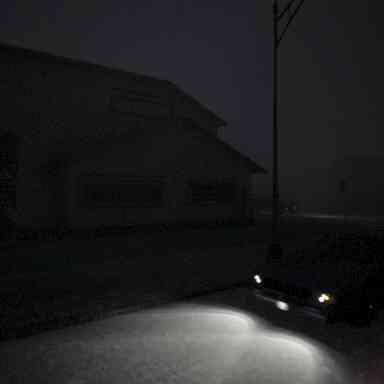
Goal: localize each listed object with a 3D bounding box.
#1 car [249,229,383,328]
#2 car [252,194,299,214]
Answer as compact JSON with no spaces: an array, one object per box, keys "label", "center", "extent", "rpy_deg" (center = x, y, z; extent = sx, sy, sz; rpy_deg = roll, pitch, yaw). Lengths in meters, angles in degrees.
[{"label":"car","center":[3.724,1.547,7.176],"extent":[5.357,1.411,2.033],"rpy_deg":[0,0,-35]},{"label":"car","center":[8.516,1.222,35.051],"extent":[2.150,2.045,5.566],"rpy_deg":[0,0,-35]}]
